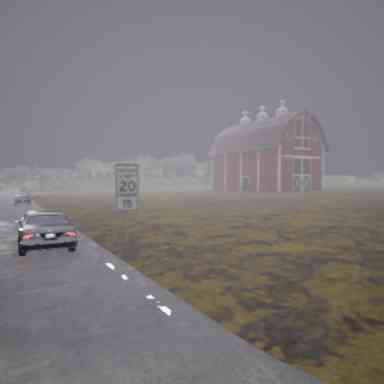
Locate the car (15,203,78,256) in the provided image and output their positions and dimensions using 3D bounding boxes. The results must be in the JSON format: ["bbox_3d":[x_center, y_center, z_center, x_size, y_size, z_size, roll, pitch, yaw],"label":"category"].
[{"bbox_3d":[-5.557,1.374,12.591,2.033,1.411,5.357,-1,1,-27],"label":"car"}]

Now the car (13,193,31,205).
[{"bbox_3d":[-22.207,0.868,43.638,2.128,1.511,4.902,-1,1,-28],"label":"car"}]

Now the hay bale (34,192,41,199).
[{"bbox_3d":[-29.561,0.665,63.669,1.220,1.180,1.240,0,2,-28],"label":"hay bale"}]
